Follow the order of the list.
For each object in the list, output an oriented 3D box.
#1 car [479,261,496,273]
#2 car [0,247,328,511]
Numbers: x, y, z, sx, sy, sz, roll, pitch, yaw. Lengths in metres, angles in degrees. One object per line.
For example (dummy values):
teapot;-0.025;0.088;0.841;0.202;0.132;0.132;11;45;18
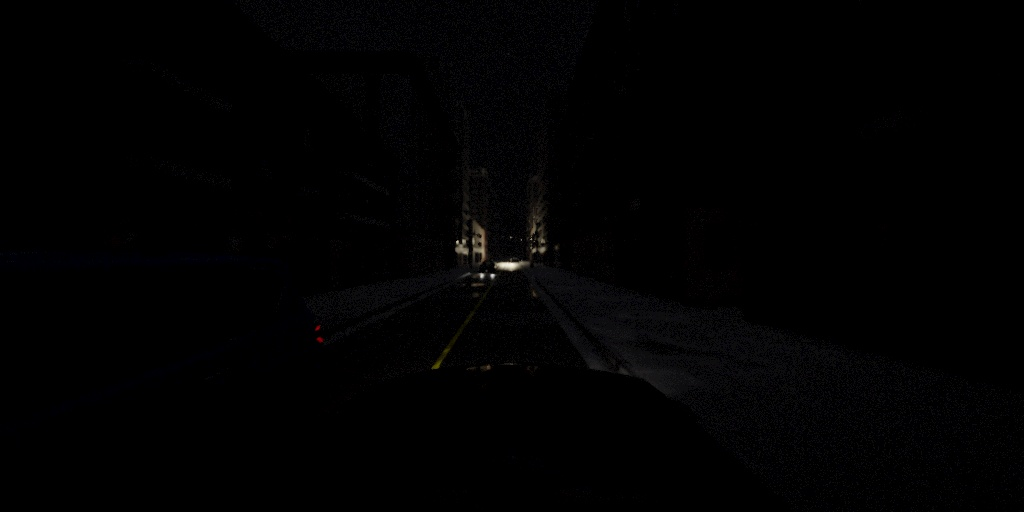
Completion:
car;-2.839;1.279;42.708;2.033;1.411;5.357;0;0;0
car;-2.851;0.972;1.195;2.150;2.045;5.566;0;0;0
